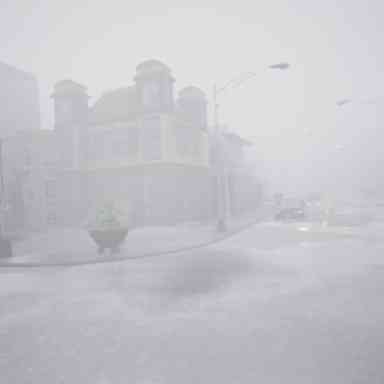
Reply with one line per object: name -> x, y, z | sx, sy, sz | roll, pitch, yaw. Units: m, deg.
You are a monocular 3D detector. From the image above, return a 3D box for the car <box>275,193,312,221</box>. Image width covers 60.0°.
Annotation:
car -> 6.805, 1.132, 22.518 | 1.812, 1.442, 4.674 | -3, 1, 23

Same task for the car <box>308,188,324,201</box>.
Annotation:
car -> 16.345, 0.590, 44.799 | 1.895, 1.301, 4.718 | -3, 0, 23

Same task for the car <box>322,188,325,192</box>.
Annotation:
car -> 26.526, -0.296, 68.597 | 1.812, 1.442, 4.674 | -3, 0, 23
